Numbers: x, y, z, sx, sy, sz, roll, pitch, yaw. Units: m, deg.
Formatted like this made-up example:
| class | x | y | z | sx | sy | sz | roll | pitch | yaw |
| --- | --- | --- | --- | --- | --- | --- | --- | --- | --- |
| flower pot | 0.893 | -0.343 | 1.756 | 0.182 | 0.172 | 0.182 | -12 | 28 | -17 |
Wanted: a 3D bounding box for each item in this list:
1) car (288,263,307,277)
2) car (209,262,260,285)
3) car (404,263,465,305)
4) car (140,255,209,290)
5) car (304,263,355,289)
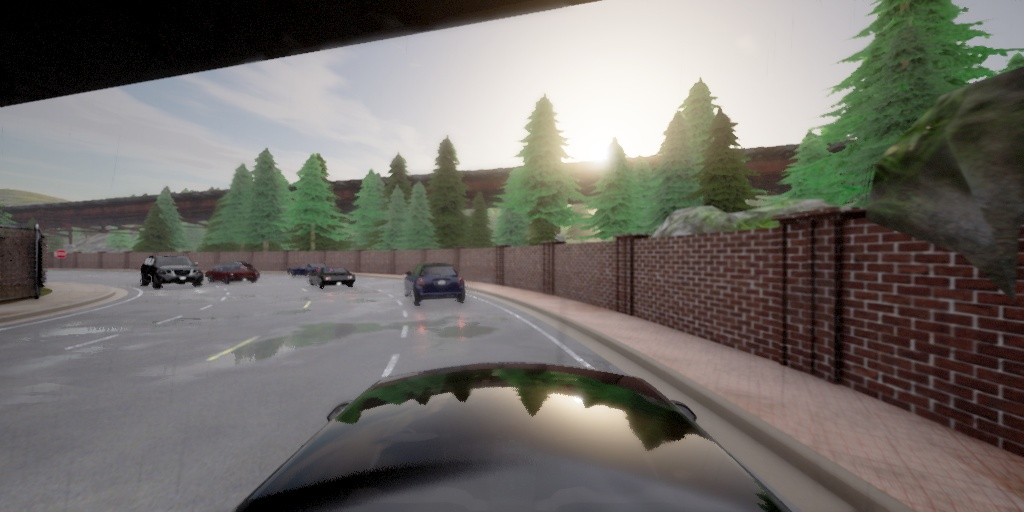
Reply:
| class | x | y | z | sx | sy | sz | roll | pitch | yaw |
| --- | --- | --- | --- | --- | --- | --- | --- | --- | --- |
| car | -18.998 | 1.330 | 33.734 | 4.718 | 1.301 | 1.895 | 0 | 0 | 31 |
| car | -20.350 | 1.344 | 26.149 | 4.718 | 1.301 | 1.895 | 0 | 0 | 34 |
| car | -3.628 | 1.085 | 16.241 | 2.097 | 1.767 | 4.553 | 0 | 0 | -22 |
| car | -21.938 | 0.972 | 23.062 | 5.566 | 2.045 | 2.150 | 0 | 0 | 35 |
| car | -11.667 | 1.336 | 23.001 | 1.895 | 1.301 | 4.718 | 0 | 0 | -39 |
